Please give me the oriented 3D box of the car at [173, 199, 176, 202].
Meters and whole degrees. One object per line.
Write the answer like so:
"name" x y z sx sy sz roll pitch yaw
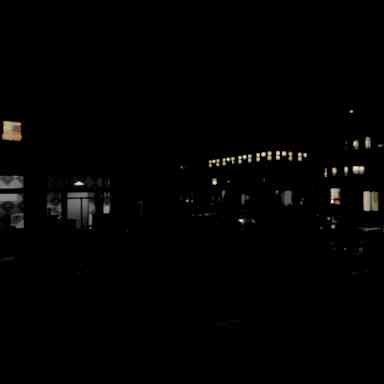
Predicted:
"car" -0.345 2.048 44.403 1.812 1.442 4.674 0 0 -29

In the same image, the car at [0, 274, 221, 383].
"car" -2.148 1.473 2.396 5.008 1.535 1.882 1 0 -30

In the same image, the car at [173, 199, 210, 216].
"car" -0.088 1.921 38.689 1.967 1.590 4.097 -1 0 -30

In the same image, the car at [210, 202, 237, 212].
"car" 4.454 2.078 47.649 1.802 1.307 4.206 -1 0 -30

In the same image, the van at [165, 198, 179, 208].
"van" -3.776 2.013 62.076 1.690 1.788 3.998 -1 0 -30

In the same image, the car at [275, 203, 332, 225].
"car" 9.243 1.800 27.572 2.128 1.511 4.902 0 0 -30

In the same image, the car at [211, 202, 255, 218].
"car" 4.541 1.892 35.819 1.882 1.535 5.008 0 0 -30

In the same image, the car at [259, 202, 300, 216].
"car" 9.935 1.925 38.032 2.008 1.369 4.403 -1 0 -30

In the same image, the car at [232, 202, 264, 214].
"car" 7.194 2.018 42.841 1.802 1.307 4.206 -1 0 -30

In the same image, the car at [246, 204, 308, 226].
"car" 6.682 1.894 26.573 1.947 1.339 4.313 -1 0 -30
